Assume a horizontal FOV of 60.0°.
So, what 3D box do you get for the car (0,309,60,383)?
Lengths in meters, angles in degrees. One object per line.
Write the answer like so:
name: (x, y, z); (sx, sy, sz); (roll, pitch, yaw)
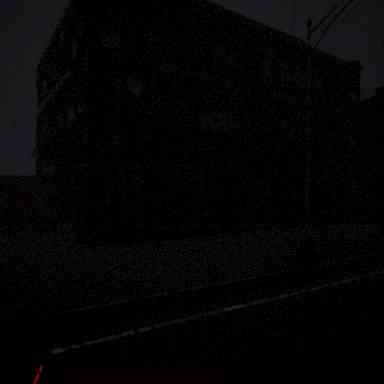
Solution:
car: (-3.246, 1.490, 1.552); (4.892, 1.490, 1.837); (0, 0, -36)
